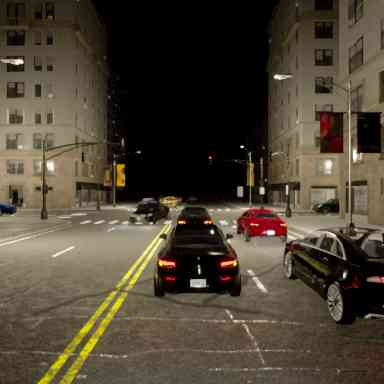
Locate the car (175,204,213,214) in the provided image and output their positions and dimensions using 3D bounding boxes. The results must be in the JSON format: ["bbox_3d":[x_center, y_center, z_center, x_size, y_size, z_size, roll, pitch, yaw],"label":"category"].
[{"bbox_3d":[0.140,1.528,17.381,1.812,1.442,4.674,0,0,0],"label":"car"}]

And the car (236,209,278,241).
[{"bbox_3d":[3.288,1.528,16.166,1.812,1.442,4.674,0,0,0],"label":"car"}]

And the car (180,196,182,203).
[{"bbox_3d":[-3.186,1.616,58.802,1.895,1.301,4.718,0,0,0],"label":"car"}]

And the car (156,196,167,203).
[{"bbox_3d":[-6.332,1.541,69.069,1.812,1.442,4.674,0,0,0],"label":"car"}]

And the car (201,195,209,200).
[{"bbox_3d":[3.465,1.435,88.525,1.994,1.385,4.181,0,0,0],"label":"car"}]

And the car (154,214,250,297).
[{"bbox_3d":[0.117,1.526,8.472,1.812,1.442,4.674,0,0,0],"label":"car"}]

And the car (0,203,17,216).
[{"bbox_3d":[-19.382,1.460,31.687,5.008,1.535,1.882,0,0,0],"label":"car"}]

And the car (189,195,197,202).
[{"bbox_3d":[0.192,1.607,78.560,1.895,1.301,4.718,0,0,0],"label":"car"}]

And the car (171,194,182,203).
[{"bbox_3d":[-3.090,1.367,68.583,2.097,1.767,4.553,0,0,0],"label":"car"}]

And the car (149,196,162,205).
[{"bbox_3d":[-6.436,1.520,58.916,1.837,1.490,4.892,0,0,0],"label":"car"}]

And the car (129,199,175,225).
[{"bbox_3d":[-3.018,1.528,24.578,1.812,1.442,4.674,-1,0,14],"label":"car"}]

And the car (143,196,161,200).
[{"bbox_3d":[-6.450,1.561,49.177,2.033,1.411,5.357,0,0,4],"label":"car"}]

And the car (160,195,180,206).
[{"bbox_3d":[-3.234,1.491,49.464,1.882,1.535,5.008,0,0,-1],"label":"car"}]

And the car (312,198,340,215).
[{"bbox_3d":[14.844,1.408,34.418,4.553,1.767,2.097,0,0,1],"label":"car"}]

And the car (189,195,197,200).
[{"bbox_3d":[0.215,1.435,88.534,1.994,1.385,4.181,0,0,0],"label":"car"}]

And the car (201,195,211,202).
[{"bbox_3d":[3.440,1.551,78.106,2.033,1.411,5.357,0,0,0],"label":"car"}]

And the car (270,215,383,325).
[{"bbox_3d":[3.354,1.492,7.071,2.128,1.511,4.902,0,0,1],"label":"car"}]
